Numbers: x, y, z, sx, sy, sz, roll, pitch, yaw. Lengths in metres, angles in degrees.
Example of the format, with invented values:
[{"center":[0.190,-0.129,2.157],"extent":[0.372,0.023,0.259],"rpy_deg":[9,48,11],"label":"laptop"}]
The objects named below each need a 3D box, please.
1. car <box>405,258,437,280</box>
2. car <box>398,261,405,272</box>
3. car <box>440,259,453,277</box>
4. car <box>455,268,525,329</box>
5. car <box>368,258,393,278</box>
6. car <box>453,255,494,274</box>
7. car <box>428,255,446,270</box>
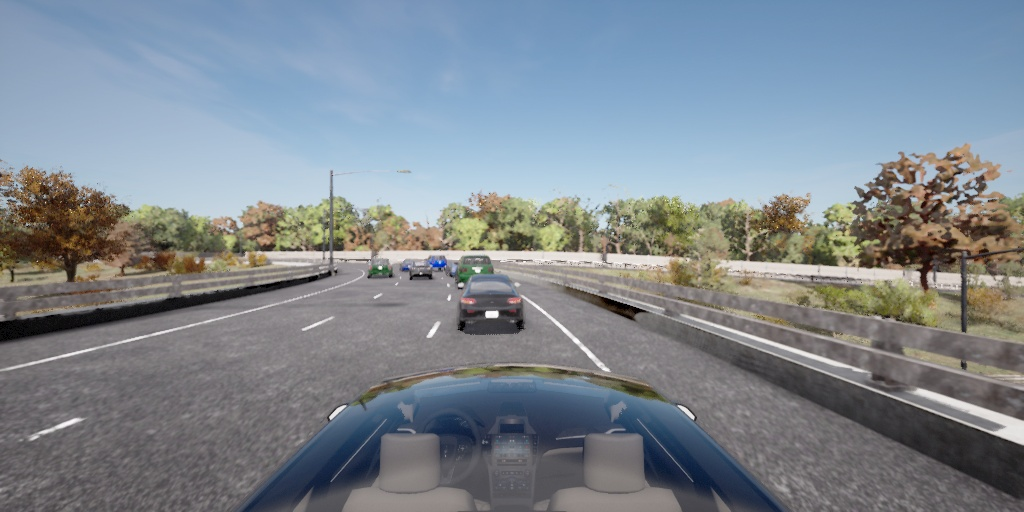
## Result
[{"center":[-7.956,1.204,31.155],"extent":[2.128,1.511,4.902],"rpy_deg":[0,0,-16],"label":"car"},{"center":[-13.169,1.257,45.344],"extent":[1.994,1.385,4.181],"rpy_deg":[0,0,-23],"label":"car"},{"center":[-5.395,1.252,34.753],"extent":[2.033,1.411,5.357],"rpy_deg":[0,0,-17],"label":"car"},{"center":[-0.695,1.262,11.079],"extent":[1.812,1.442,4.674],"rpy_deg":[0,0,-5],"label":"car"},{"center":[-12.199,1.063,33.249],"extent":[2.097,1.767,4.553],"rpy_deg":[0,0,-20],"label":"car"},{"center":[-2.463,0.942,23.023],"extent":[2.150,2.045,5.566],"rpy_deg":[0,0,-11],"label":"car"},{"center":[-9.987,0.911,46.847],"extent":[2.150,2.045,5.566],"rpy_deg":[0,0,-23],"label":"car"}]
